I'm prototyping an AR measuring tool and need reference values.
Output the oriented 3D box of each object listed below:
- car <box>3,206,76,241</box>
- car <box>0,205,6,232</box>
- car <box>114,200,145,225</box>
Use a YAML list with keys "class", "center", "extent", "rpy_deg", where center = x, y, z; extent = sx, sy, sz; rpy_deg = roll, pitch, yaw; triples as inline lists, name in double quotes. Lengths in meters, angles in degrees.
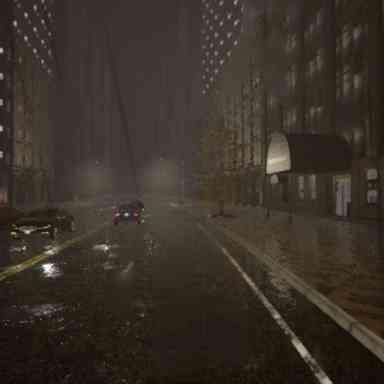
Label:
- class: "car"
  center: [-7.324, 1.499, 16.875]
  extent: [1.837, 1.490, 4.892]
  rpy_deg: [0, 0, -4]
- class: "car"
  center: [-10.648, 1.469, 17.783]
  extent: [1.882, 1.535, 5.008]
  rpy_deg: [0, 0, -4]
- class: "car"
  center: [-4.556, 1.542, 24.310]
  extent: [2.033, 1.411, 5.357]
  rpy_deg: [0, 0, -6]
